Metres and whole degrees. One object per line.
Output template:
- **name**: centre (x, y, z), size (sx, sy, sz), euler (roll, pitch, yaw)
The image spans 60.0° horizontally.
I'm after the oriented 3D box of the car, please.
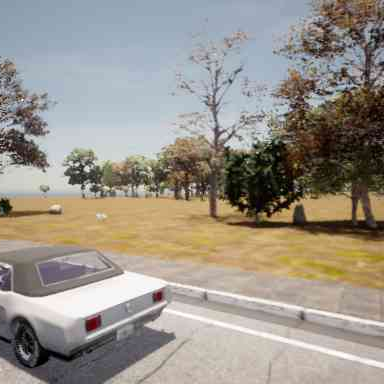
- **car**: centre (-2.752, 1.599, 5.705), size (4.718, 1.301, 1.895), euler (0, 0, 33)
